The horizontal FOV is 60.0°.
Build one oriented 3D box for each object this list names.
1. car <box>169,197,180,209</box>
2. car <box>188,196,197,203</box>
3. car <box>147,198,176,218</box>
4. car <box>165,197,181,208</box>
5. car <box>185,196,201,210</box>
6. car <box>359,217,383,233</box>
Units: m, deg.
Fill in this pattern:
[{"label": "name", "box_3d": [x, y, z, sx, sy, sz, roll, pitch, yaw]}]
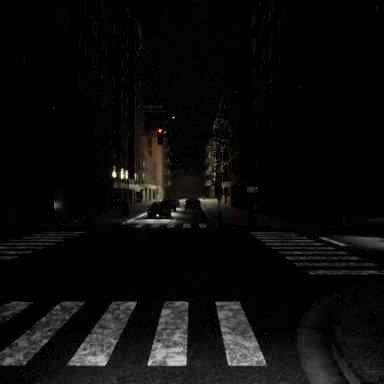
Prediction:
[{"label": "car", "box_3d": [-2.835, 1.481, 39.988, 2.128, 1.511, 4.902, 0, 0, 0]}, {"label": "car", "box_3d": [0.112, 1.490, 69.958, 1.812, 1.442, 4.674, 0, 0, 0]}, {"label": "car", "box_3d": [-2.840, 1.541, 30.166, 2.033, 1.411, 5.357, 0, 0, 0]}, {"label": "car", "box_3d": [-2.835, 1.474, 50.189, 2.128, 1.511, 4.902, 0, 0, 0]}, {"label": "car", "box_3d": [0.114, 1.465, 43.320, 1.882, 1.535, 5.008, 0, 0, 0]}, {"label": "car", "box_3d": [11.637, 1.554, 17.861, 4.829, 1.417, 1.752, 0, 0, 0]}]
